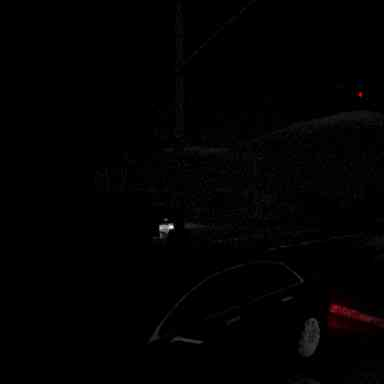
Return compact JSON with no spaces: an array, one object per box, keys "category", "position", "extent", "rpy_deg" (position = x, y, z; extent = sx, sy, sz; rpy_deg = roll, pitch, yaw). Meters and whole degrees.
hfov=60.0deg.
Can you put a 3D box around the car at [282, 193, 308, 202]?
[{"category":"car","position":[20.608,1.097,66.623],"extent":[1.932,1.855,4.605],"rpy_deg":[0,0,-36]}]

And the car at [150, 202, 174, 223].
[{"category":"car","position":[-3.170,1.356,22.996],"extent":[2.033,1.411,5.357],"rpy_deg":[0,0,-36]}]

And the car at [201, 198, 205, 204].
[{"category":"car","position":[3.122,1.232,53.060],"extent":[1.970,1.475,3.806],"rpy_deg":[0,0,-36]}]

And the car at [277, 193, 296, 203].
[{"category":"car","position":[18.496,1.077,64.585],"extent":[1.905,1.878,3.866],"rpy_deg":[0,0,-36]}]

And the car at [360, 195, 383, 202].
[{"category":"car","position":[37.680,1.384,69.648],"extent":[1.970,1.475,3.806],"rpy_deg":[0,0,-36]}]

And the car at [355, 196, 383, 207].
[{"category":"car","position":[26.288,1.298,47.888],"extent":[2.007,1.523,4.514],"rpy_deg":[0,0,-36]}]

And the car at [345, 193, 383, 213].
[{"category":"car","position":[17.730,1.077,32.860],"extent":[1.905,1.878,3.866],"rpy_deg":[0,0,-36]}]

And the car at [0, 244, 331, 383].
[{"category":"car","position":[-0.092,1.513,4.139],"extent":[4.892,1.490,1.837],"rpy_deg":[0,2,-40]}]

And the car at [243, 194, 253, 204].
[{"category":"car","position":[8.131,1.154,57.084],"extent":[2.152,1.636,5.027],"rpy_deg":[0,0,-36]}]

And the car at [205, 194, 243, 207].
[{"category":"car","position":[4.287,1.298,45.202],"extent":[2.007,1.523,4.514],"rpy_deg":[0,0,-36]}]

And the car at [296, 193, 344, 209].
[{"category":"car","position":[15.780,1.097,41.161],"extent":[1.932,1.855,4.605],"rpy_deg":[0,0,-36]}]
